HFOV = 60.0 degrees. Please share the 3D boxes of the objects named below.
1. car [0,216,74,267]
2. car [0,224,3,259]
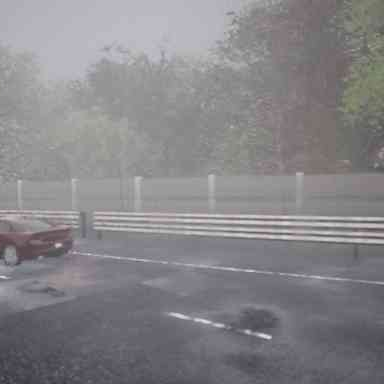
[{"bbox_3d":[-6.526,1.612,11.924,5.008,1.535,1.882,-1,0,27],"label":"car"},{"bbox_3d":[-7.019,1.472,8.125,4.553,1.767,2.097,-1,0,31],"label":"car"}]
